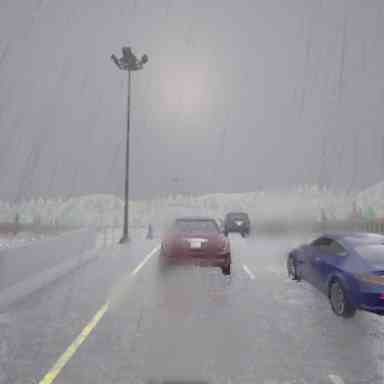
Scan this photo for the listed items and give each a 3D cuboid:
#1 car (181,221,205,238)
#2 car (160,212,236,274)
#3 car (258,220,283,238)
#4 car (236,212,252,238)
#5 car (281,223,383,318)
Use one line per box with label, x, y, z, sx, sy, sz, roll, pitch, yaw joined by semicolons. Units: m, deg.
car;0.106;3.332;29.382;1.994;1.385;4.181;0;-6;0
car;0.102;1.621;11.574;2.097;1.767;4.553;0;-3;0
car;7.105;3.273;29.494;2.128;1.511;4.902;0;-6;0
car;3.604;2.837;28.058;2.150;2.045;5.566;0;-6;0
car;3.602;1.637;7.495;1.812;1.442;4.674;0;-2;0
